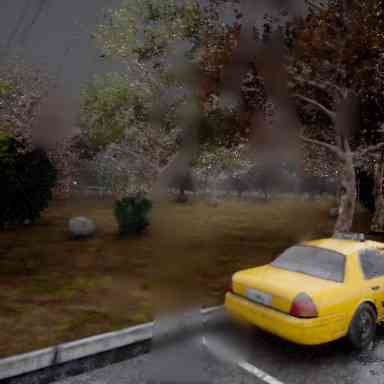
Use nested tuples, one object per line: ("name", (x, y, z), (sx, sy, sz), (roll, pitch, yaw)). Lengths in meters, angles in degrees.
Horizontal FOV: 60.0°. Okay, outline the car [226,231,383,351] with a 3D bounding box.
("car", (3.123, 1.533, 6.277), (5.366, 1.575, 1.946), (1, -1, -33))
